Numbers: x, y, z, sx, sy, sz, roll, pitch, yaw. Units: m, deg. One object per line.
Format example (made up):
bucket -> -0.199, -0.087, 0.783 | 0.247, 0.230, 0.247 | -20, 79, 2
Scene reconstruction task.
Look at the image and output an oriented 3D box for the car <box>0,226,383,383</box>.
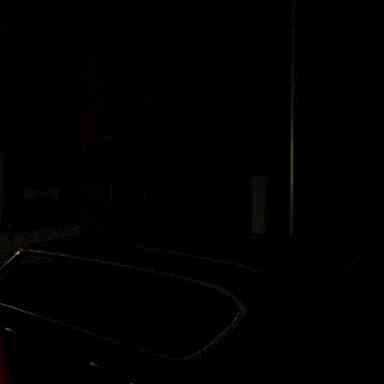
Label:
car -> -0.762, 1.295, 3.341 | 5.009, 1.841, 2.192 | 0, 0, 35
